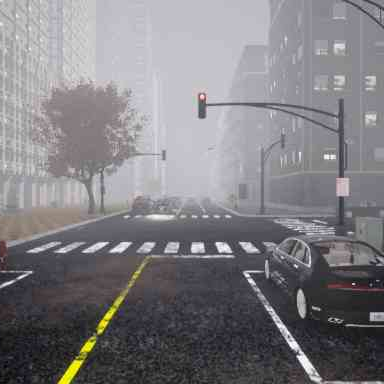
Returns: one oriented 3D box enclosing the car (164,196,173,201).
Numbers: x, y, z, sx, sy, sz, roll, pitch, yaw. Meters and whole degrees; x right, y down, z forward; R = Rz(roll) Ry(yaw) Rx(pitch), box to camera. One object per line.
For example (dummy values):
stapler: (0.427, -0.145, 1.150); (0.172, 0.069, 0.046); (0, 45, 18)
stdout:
car: (-5.800, 1.632, 83.507); (2.008, 1.369, 4.403); (0, 0, 0)

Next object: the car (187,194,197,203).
car: (-0.089, 1.602, 68.653); (2.033, 1.411, 5.357); (0, 0, 0)

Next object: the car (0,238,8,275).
car: (-5.701, 1.545, 6.936); (1.887, 1.381, 4.507); (0, 0, 0)

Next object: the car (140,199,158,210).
car: (-5.750, 1.592, 44.847); (1.947, 1.339, 4.313); (0, 0, 0)

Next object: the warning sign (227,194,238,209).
warning sign: (5.015, 1.138, 41.463); (1.300, 1.860, 1.060); (0, 0, 0)

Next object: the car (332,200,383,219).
car: (13.391, 1.350, 26.366); (4.403, 1.369, 2.008); (-1, 1, -1)

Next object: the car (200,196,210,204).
car: (2.602, 1.578, 67.118); (1.752, 1.417, 4.829); (0, 0, 0)

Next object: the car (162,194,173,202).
car: (-5.793, 1.385, 77.983); (2.192, 1.841, 5.009); (0, 0, 0)

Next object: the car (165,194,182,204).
car: (-3.154, 1.517, 57.742); (1.882, 1.535, 5.008); (0, 0, 0)

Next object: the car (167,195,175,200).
car: (-5.814, 1.654, 94.552); (2.008, 1.369, 4.403); (0, 0, 0)

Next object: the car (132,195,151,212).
car: (-5.743, 1.336, 39.324); (2.192, 1.841, 5.009); (0, 0, 0)

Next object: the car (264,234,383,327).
car: (2.679, 1.551, 6.946); (2.008, 1.369, 4.403); (0, 0, 0)

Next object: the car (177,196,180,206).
car: (-3.159, 1.630, 47.412); (1.895, 1.301, 4.718); (0, 0, 0)

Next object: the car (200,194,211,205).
car: (2.610, 1.610, 61.425); (1.947, 1.339, 4.313); (0, 0, 0)

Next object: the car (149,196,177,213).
car: (-3.147, 1.510, 37.139); (2.128, 1.511, 4.902); (0, 0, 0)

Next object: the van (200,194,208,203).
van: (2.595, 1.402, 72.472); (1.690, 1.788, 3.998); (0, 0, 0)

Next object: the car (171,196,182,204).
car: (-3.104, 1.531, 67.886); (1.882, 1.535, 5.008); (0, 0, 0)
